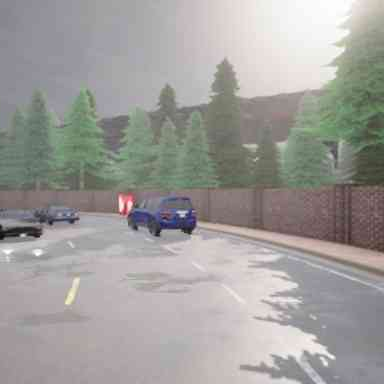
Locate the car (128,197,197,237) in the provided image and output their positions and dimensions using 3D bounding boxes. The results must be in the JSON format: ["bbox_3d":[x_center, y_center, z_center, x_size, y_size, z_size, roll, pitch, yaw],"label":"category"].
[{"bbox_3d":[-1.812,1.270,18.793,2.150,2.045,5.566,0,0,-30],"label":"car"}]

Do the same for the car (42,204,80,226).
[{"bbox_3d":[-10.222,1.612,24.314,5.357,1.411,2.033,0,0,44],"label":"car"}]

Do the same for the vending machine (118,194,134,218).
[{"bbox_3d":[-6.048,1.275,30.588,0.880,2.100,1.100,0,0,43],"label":"vending machine"}]

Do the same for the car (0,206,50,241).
[{"bbox_3d":[-9.167,1.594,17.320,2.033,1.411,5.357,0,0,-35],"label":"car"}]
